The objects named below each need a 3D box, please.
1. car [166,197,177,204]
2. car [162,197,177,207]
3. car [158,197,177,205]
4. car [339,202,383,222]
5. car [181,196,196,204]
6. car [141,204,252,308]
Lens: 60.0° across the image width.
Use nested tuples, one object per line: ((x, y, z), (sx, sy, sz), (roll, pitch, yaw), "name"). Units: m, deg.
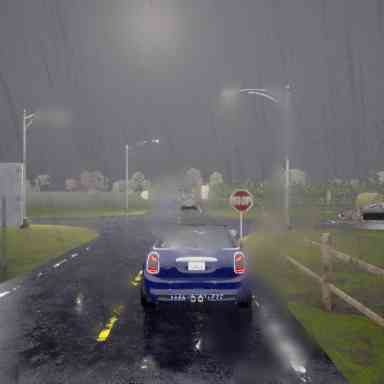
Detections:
((-3.743, 1.559, 62.608), (1.895, 1.301, 4.718), (0, 0, -1), "car")
((-3.500, 1.517, 52.498), (2.033, 1.411, 5.357), (0, 0, -1), "car")
((-3.280, 1.457, 42.540), (1.882, 1.535, 5.008), (0, 0, -1), "car")
((13.405, 1.488, 24.394), (4.902, 1.511, 2.128), (0, 0, 7), "car")
((-0.404, 1.542, 43.297), (1.994, 1.385, 4.181), (0, 0, -1), "car")
((0.074, 1.351, 8.090), (2.097, 1.767, 4.553), (0, 0, 0), "car")
